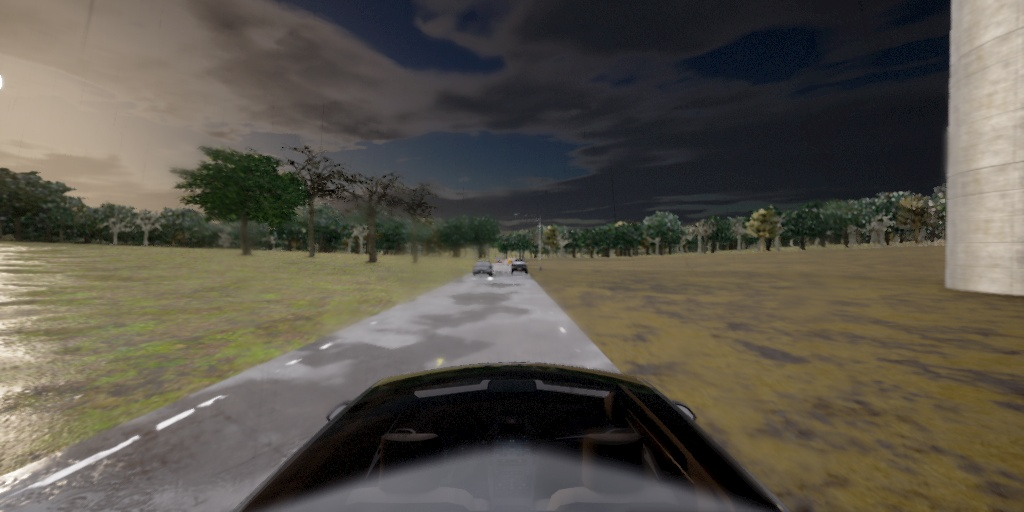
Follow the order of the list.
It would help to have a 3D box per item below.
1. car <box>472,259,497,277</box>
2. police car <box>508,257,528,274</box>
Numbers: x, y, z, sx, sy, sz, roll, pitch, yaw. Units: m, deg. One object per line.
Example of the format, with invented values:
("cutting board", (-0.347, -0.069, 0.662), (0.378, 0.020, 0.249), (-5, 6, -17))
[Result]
("car", (-2.825, 1.266, 35.791), (1.837, 1.490, 4.892), (0, 0, 0))
("police car", (0.817, 1.178, 41.042), (1.930, 1.638, 5.238), (0, 0, 0))
